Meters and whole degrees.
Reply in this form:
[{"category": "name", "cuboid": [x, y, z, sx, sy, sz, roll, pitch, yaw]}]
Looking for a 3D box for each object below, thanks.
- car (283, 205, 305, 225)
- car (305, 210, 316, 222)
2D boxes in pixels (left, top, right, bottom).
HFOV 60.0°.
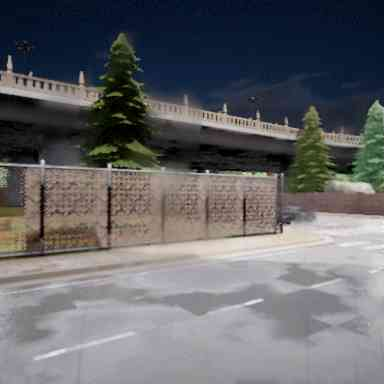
[{"category": "car", "cuboid": [5.774, 1.784, 26.187, 2.033, 1.411, 5.357, 1, 0, -35]}, {"category": "car", "cuboid": [8.452, 1.834, 28.489, 1.994, 1.385, 4.181, 1, 0, -35]}]
